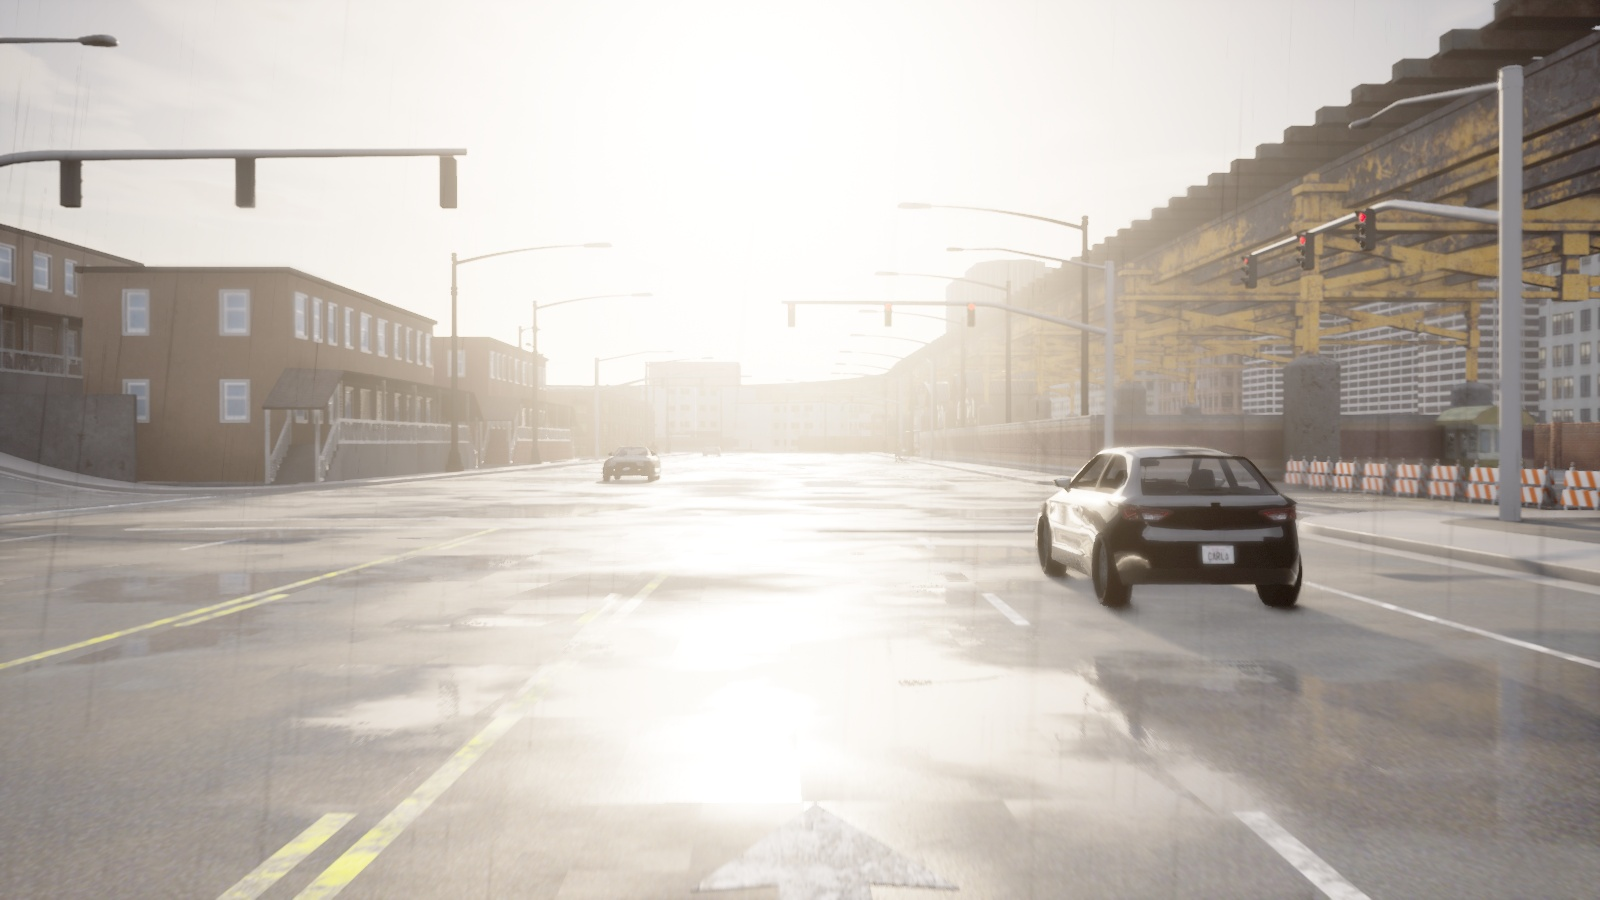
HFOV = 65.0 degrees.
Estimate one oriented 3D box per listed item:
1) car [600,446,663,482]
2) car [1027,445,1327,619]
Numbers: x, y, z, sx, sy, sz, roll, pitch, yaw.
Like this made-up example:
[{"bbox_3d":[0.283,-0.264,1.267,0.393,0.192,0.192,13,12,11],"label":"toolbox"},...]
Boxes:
[{"bbox_3d":[-6.715,0.523,50.371,1.994,1.385,4.181,0,0,0],"label":"car"},{"bbox_3d":[3.585,0.691,12.794,1.816,1.474,4.193,0,0,0],"label":"car"}]
